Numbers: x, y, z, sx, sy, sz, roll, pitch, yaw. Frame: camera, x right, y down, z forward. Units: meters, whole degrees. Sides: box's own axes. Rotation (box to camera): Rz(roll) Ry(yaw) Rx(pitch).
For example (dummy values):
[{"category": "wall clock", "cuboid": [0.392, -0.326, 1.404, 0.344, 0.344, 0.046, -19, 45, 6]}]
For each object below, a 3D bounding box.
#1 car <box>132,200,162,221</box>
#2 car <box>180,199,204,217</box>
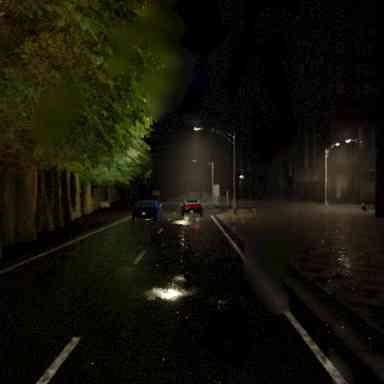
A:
[{"category": "car", "cuboid": [-3.403, 1.376, 25.957, 1.882, 1.535, 5.008, 0, 0, 0]}, {"category": "car", "cuboid": [-0.001, 1.428, 30.396, 1.837, 1.490, 4.892, 0, -1, 0]}]
